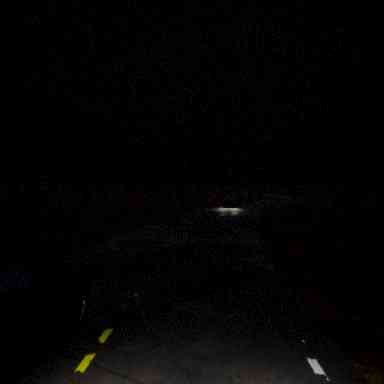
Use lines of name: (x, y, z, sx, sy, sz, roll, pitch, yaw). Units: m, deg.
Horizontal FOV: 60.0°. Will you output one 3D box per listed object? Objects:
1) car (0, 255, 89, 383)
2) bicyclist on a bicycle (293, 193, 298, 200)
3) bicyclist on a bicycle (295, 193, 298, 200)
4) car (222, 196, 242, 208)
car: (-2.863, 1.555, 4.187, 1.994, 1.385, 4.181, 0, 0, 3)
bicyclist on a bicycle: (22.175, 1.083, 72.308, 0.582, 1.620, 1.656, 1, 1, 23)
bicyclist on a bicycle: (25.473, 0.988, 80.813, 0.582, 1.620, 1.656, 1, 1, 19)
car: (5.419, 1.268, 44.552, 1.882, 1.535, 5.008, 1, 0, 21)
